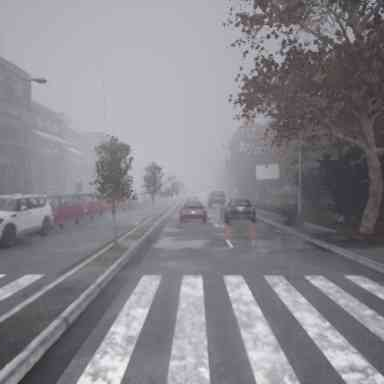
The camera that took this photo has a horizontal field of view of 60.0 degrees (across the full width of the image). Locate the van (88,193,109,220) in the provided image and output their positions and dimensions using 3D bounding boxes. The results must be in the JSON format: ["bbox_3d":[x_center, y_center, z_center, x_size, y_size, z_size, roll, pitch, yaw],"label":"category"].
[{"bbox_3d":[-8.103,1.079,25.749,1.878,1.987,4.442,0,0,0],"label":"van"}]

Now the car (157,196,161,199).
[{"bbox_3d":[-7.911,0.922,64.698,2.231,1.521,4.892,0,1,0],"label":"car"}]

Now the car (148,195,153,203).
[{"bbox_3d":[-7.965,1.074,53.571,2.163,1.488,4.792,0,1,0],"label":"car"}]

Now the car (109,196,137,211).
[{"bbox_3d":[-8.049,0.958,36.929,2.435,2.045,5.566,0,1,0],"label":"car"}]

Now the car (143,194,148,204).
[{"bbox_3d":[-7.994,1.142,48.055,2.002,1.452,4.674,0,1,0],"label":"car"}]

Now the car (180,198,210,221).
[{"bbox_3d":[0.085,1.387,25.250,1.994,1.385,4.181,0,0,0],"label":"car"}]

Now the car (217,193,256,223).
[{"bbox_3d":[3.236,1.184,24.206,2.097,1.767,4.553,0,0,0],"label":"car"}]

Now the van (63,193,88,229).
[{"bbox_3d":[-8.131,1.122,20.203,1.878,1.987,4.442,0,0,0],"label":"van"}]

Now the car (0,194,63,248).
[{"bbox_3d":[-8.157,1.136,14.745,2.435,2.045,5.566,0,0,0],"label":"car"}]

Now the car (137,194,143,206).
[{"bbox_3d":[-8.021,1.187,42.477,2.163,1.488,4.792,0,1,0],"label":"car"}]

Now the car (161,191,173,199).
[{"bbox_3d":[-7.214,0.565,92.313,1.946,1.575,5.366,0,1,5],"label":"car"}]

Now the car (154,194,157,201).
[{"bbox_3d":[-7.938,1.024,59.148,2.002,1.452,4.674,0,1,0],"label":"car"}]

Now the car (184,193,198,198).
[{"bbox_3d":[0.074,1.226,42.236,2.033,1.411,5.357,0,1,0],"label":"car"}]

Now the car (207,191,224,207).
[{"bbox_3d":[3.217,0.889,43.081,2.150,2.045,5.566,0,0,1],"label":"car"}]
